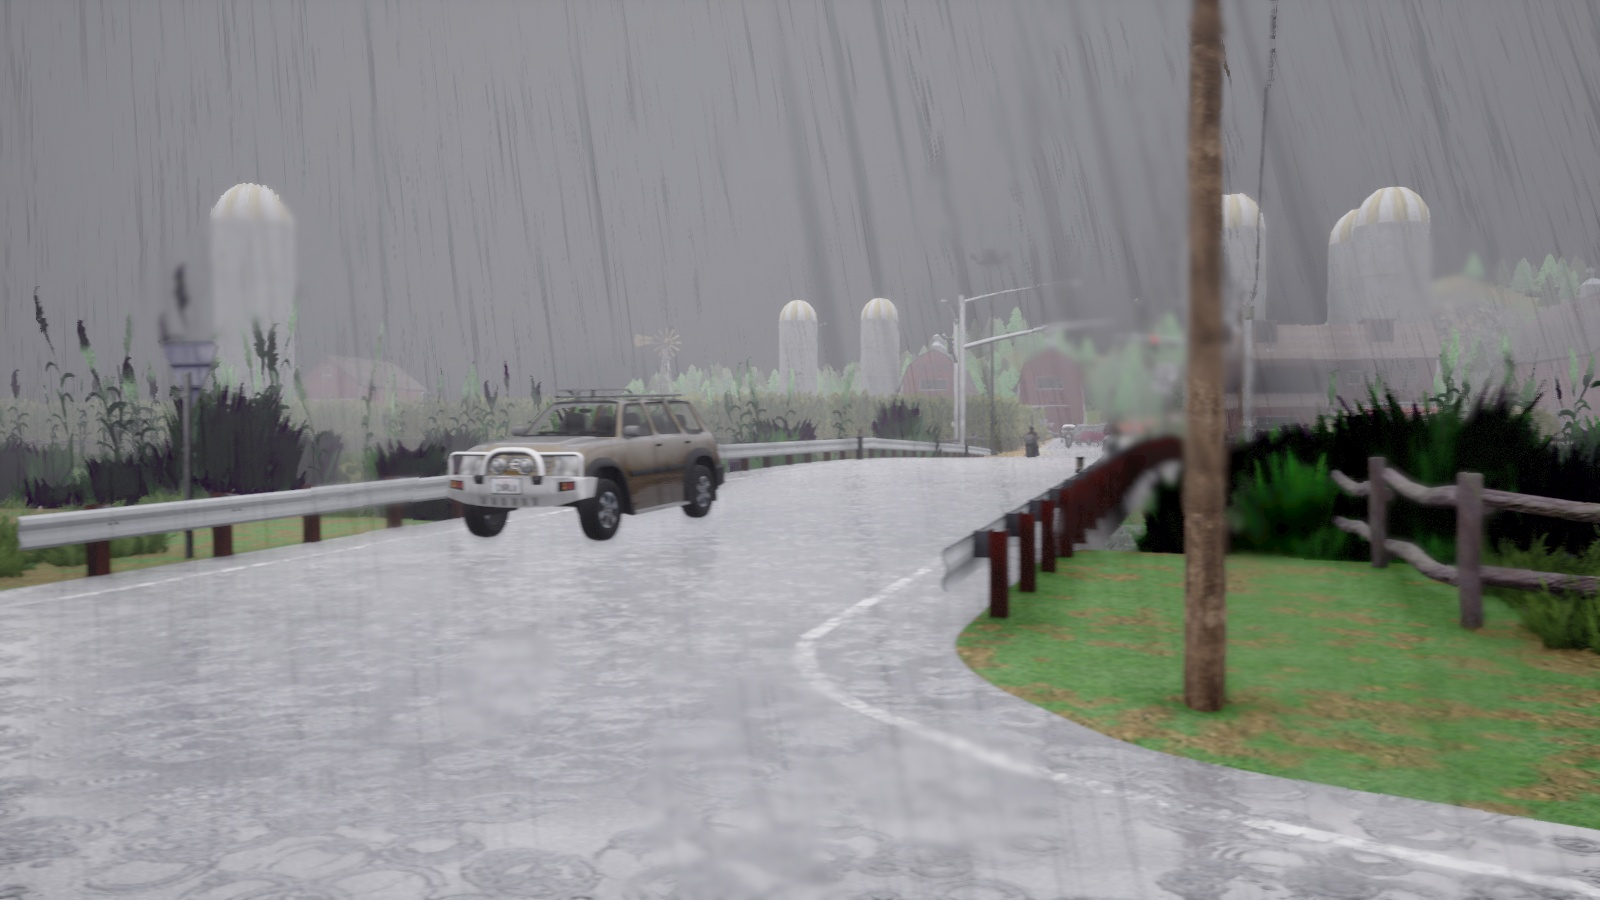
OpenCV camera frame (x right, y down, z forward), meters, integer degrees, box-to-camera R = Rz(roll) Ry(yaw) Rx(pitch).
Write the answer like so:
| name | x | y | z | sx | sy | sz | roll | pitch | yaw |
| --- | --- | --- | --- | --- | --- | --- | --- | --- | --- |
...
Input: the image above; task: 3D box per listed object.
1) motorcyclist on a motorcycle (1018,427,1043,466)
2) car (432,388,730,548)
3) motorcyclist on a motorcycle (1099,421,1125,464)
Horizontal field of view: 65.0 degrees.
| name | x | y | z | sx | sy | sz | roll | pitch | yaw |
| --- | --- | --- | --- | --- | --- | --- | --- | --- | --- |
| motorcyclist on a motorcycle | 9.497 | -0.146 | 51.706 | 0.797 | 1.523 | 2.044 | 0 | -2 | 17 |
| car | -2.744 | 0.096 | 17.003 | 1.932 | 1.855 | 4.605 | 1 | 3 | 20 |
| motorcyclist on a motorcycle | 11.651 | -0.263 | 46.903 | 0.797 | 1.523 | 2.044 | 1 | -2 | 18 |
